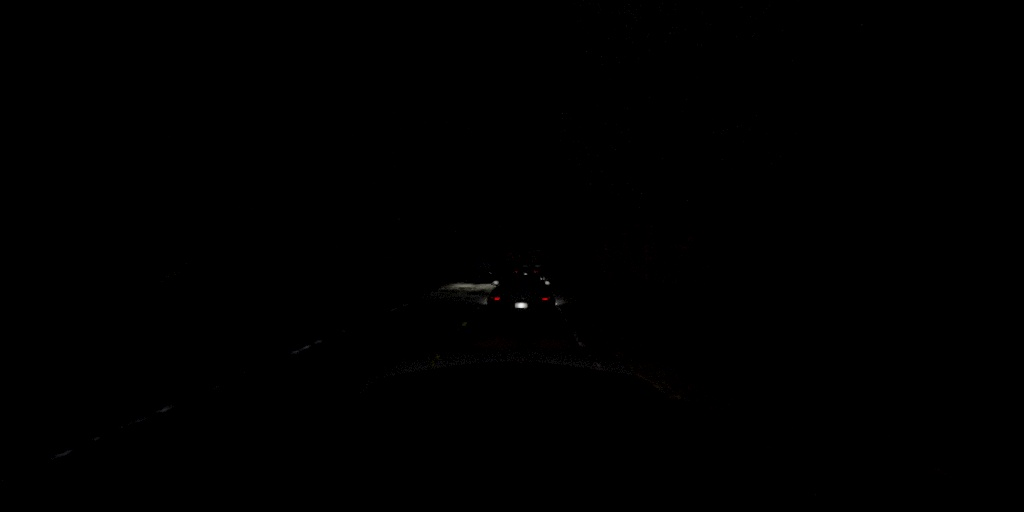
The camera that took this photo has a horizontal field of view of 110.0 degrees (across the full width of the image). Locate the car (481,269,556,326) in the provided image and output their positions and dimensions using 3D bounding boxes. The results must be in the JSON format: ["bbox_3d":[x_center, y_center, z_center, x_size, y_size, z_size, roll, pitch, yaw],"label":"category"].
[{"bbox_3d":[0.301,1.281,11.559,1.994,1.385,4.181,0,0,2],"label":"car"}]

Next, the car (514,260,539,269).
[{"bbox_3d":[1.091,1.235,27.085,1.994,1.385,4.181,0,0,4],"label":"car"}]

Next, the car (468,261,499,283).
[{"bbox_3d":[-2.094,1.144,27.337,1.882,1.535,5.008,0,0,4],"label":"car"}]
